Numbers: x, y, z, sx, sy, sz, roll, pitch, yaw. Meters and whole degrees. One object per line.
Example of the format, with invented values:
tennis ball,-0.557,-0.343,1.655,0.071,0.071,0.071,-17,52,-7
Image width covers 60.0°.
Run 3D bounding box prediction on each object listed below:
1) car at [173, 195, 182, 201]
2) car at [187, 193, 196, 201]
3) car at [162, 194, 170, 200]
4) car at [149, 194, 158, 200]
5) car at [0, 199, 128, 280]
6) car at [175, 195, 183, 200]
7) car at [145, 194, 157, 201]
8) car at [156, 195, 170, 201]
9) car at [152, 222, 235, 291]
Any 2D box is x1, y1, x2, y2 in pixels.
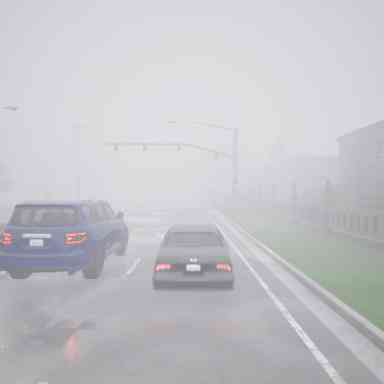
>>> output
car,-3.636,1.478,82.534,1.882,1.535,5.008,0,0,0
car,-0.136,1.225,82.570,2.150,2.045,5.566,0,0,0
car,-7.153,1.394,92.948,1.994,1.385,4.181,0,0,0
car,-10.653,1.320,92.942,1.882,1.535,5.008,0,0,0
car,-3.449,1.223,10.085,2.150,2.045,5.566,0,0,0
car,-3.653,1.437,92.984,1.895,1.301,4.718,0,0,0
car,-10.636,1.525,82.939,1.812,1.442,4.674,0,0,0
car,-7.137,1.596,82.975,1.895,1.301,4.718,0,0,0
car,0.044,1.549,9.116,2.033,1.411,5.357,0,0,0
